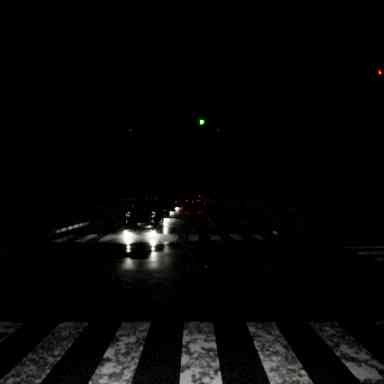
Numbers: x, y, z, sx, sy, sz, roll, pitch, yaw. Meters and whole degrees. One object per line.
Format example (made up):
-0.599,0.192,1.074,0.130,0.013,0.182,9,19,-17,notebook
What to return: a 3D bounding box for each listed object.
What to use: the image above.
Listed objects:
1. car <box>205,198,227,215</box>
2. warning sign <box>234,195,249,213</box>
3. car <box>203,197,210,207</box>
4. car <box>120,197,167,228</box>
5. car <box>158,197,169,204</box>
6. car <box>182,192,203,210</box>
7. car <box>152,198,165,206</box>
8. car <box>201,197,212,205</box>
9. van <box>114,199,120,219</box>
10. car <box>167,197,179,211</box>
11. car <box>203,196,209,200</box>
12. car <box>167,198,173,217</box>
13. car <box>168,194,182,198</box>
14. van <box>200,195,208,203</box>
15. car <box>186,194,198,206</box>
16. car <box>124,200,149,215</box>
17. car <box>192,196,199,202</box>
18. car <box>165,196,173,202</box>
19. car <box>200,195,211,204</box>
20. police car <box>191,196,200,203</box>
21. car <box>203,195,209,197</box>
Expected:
2.745,1.646,35.385,1.887,1.381,4.507,0,0,0,car
5.041,1.212,34.003,1.300,1.860,1.060,0,0,0,warning sign
2.739,1.664,40.911,1.887,1.381,4.507,0,0,0,car
-3.184,1.415,22.824,2.097,1.767,4.553,0,0,2,car
-5.835,1.763,68.545,2.008,1.369,4.403,0,0,0,car
0.063,1.357,45.611,2.150,2.045,5.566,0,0,0,car
-5.827,1.757,57.495,1.802,1.307,4.206,0,0,0,car
2.714,1.738,63.012,1.887,1.381,4.507,0,0,0,car
-5.807,1.425,29.871,1.690,1.788,3.998,0,0,0,van
-3.136,1.671,42.126,2.033,1.411,5.357,0,0,0,car
2.732,1.682,46.436,1.887,1.381,4.507,0,0,0,car
-3.129,1.596,31.939,1.837,1.490,4.892,0,0,0,car
-3.104,1.509,52.201,2.097,1.767,4.553,0,0,0,car
2.701,1.572,74.063,1.690,1.788,3.998,0,0,0,van
0.026,1.413,61.704,2.150,2.045,5.566,0,0,1,car
-5.810,1.646,35.396,1.887,1.381,4.507,0,0,0,car
0.824,1.721,84.192,1.801,1.575,5.366,0,0,0,car
-5.847,1.793,84.950,1.752,1.417,4.829,0,0,0,car
2.707,1.527,68.538,2.192,1.841,5.009,0,0,0,car
0.833,1.656,74.113,1.930,1.638,5.238,0,0,0,police car
2.726,1.682,52.131,1.752,1.417,4.829,0,0,0,car
